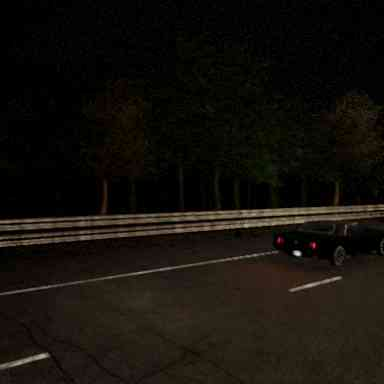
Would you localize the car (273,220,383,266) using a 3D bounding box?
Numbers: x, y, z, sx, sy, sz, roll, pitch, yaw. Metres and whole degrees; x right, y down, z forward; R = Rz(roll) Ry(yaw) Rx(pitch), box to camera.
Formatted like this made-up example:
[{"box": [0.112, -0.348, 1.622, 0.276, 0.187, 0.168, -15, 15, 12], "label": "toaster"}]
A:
[{"box": [5.098, 1.633, 11.683, 4.718, 1.301, 1.895, 0, 0, -36], "label": "car"}]
